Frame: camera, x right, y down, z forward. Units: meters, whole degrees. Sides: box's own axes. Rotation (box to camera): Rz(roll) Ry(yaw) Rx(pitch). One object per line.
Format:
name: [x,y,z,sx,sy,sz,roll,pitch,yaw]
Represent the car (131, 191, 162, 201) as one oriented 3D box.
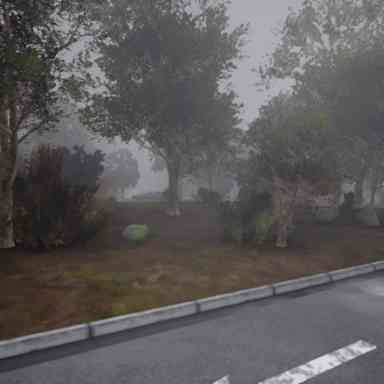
car: [-5.623,0.563,45.945,5.357,1.411,2.033,1,0,-30]
